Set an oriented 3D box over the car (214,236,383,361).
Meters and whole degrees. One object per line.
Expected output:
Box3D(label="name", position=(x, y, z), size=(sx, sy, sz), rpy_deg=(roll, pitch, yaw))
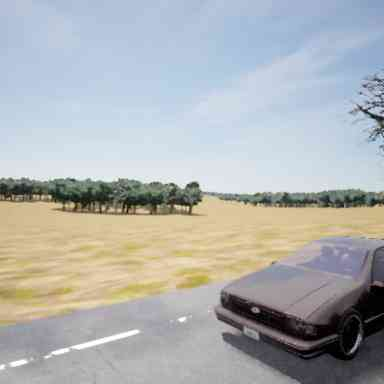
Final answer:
Box3D(label="car", position=(2.966, 1.583, 6.183), size=(5.357, 1.411, 2.033), rpy_deg=(0, 0, -36))
